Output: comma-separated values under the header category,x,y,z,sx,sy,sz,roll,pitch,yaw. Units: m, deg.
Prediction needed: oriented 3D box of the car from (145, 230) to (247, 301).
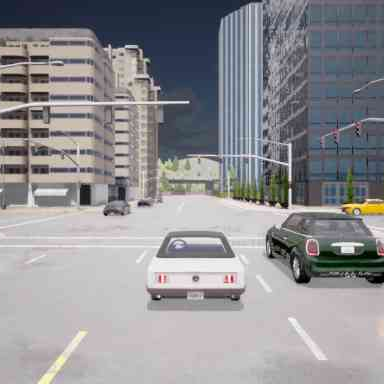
category,x,y,z,sx,sy,sz,roll,pitch,yaw
car,0.086,1.601,8.287,1.895,1.301,4.718,0,0,0

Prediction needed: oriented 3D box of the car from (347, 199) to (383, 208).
category,x,y,z,sx,sy,sz,roll,pitch,yaw
car,16.858,1.422,31.656,5.008,1.535,1.882,0,0,1

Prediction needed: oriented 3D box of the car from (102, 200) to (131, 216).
category,x,y,z,sx,sy,sz,roll,pitch,yaw
car,-7.067,1.510,31.866,2.033,1.411,5.357,0,0,-1

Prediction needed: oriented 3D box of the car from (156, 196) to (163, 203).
category,x,y,z,sx,sy,sz,roll,pitch,yaw
car,-6.942,1.493,66.592,2.128,1.511,4.902,0,0,1

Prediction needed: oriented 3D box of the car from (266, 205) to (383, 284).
category,x,y,z,sx,sy,sz,roll,pitch,yaw
car,3.594,1.352,9.777,2.097,1.767,4.553,0,0,0

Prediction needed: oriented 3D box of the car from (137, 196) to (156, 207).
category,x,y,z,sx,sy,sz,roll,pitch,yaw
car,-7.029,1.601,49.867,1.895,1.301,4.718,0,0,0
